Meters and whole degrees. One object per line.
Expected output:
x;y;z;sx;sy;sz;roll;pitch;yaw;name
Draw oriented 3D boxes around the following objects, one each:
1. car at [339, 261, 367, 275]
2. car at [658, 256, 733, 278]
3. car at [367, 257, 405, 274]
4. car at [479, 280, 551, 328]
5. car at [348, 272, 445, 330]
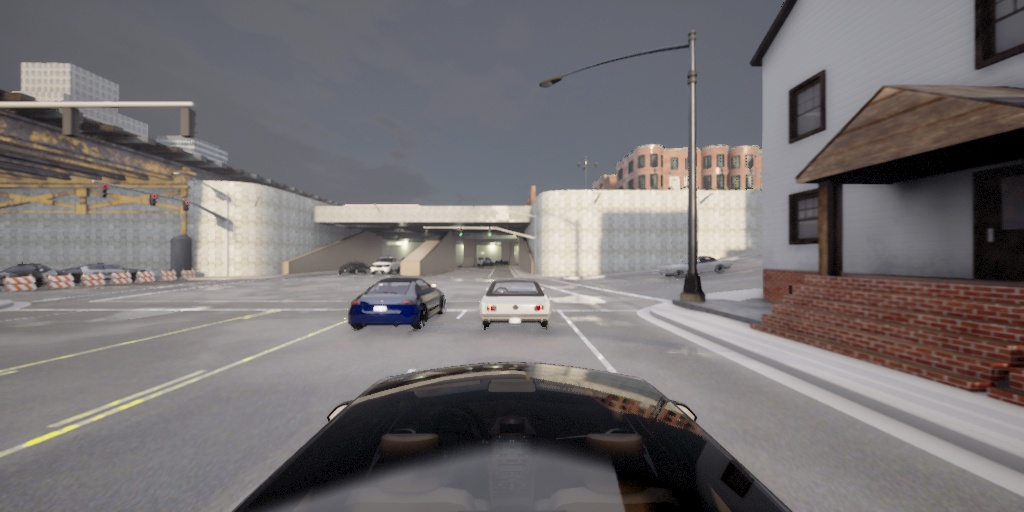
-18.301;1.354;41.645;1.882;1.535;5.008;0;0;-1;car
13.078;0.741;25.850;4.718;1.301;1.895;-7;0;0;car
-14.820;1.100;42.450;2.150;2.045;5.566;0;0;-2;car
0.091;1.393;11.428;1.895;1.301;4.718;0;-1;0;car
-3.411;1.355;11.305;1.994;1.385;4.181;0;-1;0;car
